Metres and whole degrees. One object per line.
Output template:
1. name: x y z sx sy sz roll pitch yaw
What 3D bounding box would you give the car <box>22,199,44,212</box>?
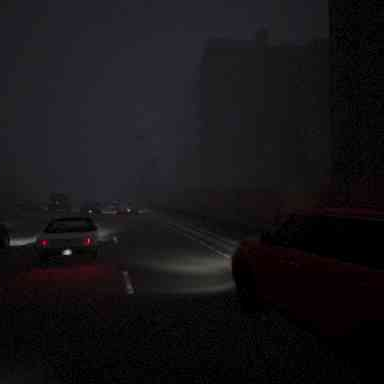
1. car: -19.553 1.588 41.106 2.128 1.511 4.902 -1 0 -15

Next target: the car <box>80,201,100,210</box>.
1. car: -10.452 1.601 34.356 1.895 1.301 4.718 -1 0 -15

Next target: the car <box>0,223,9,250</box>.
1. car: -7.852 1.561 11.531 1.837 1.490 4.892 -1 1 -15

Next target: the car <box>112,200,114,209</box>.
1. car: -9.299 1.442 43.191 2.128 1.511 4.902 -1 0 -15

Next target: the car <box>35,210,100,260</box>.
1. car: -4.521 1.607 12.615 1.895 1.301 4.718 -1 0 -15

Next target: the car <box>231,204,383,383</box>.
1. car: 2.426 1.168 4.713 2.150 2.045 5.566 -1 0 -15

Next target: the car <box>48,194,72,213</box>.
1. car: -15.163 1.270 38.298 2.150 2.045 5.566 -1 0 -15

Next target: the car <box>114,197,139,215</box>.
1. car: -6.466 1.478 32.899 1.812 1.442 4.674 -1 0 -15
